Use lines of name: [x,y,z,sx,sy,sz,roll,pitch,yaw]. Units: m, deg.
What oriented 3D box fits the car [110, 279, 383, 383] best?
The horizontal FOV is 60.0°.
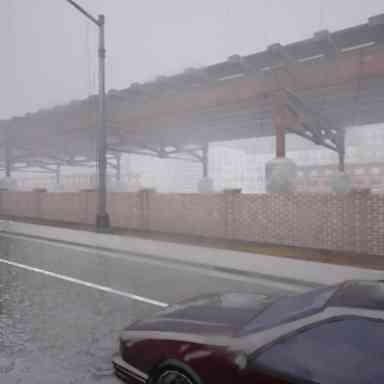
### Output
car: [1.741,1.546,2.749,5.357,1.411,2.033,1,1,36]
